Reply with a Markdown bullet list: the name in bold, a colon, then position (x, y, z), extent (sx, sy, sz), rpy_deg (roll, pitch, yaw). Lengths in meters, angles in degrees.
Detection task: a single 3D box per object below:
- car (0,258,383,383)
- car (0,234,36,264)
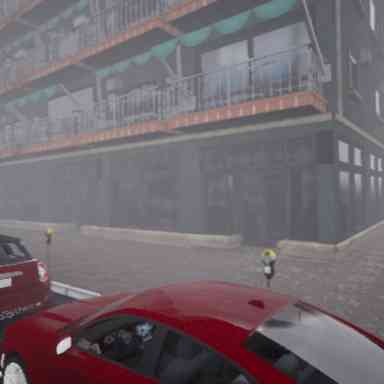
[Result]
- **car**: position (-0.077, 1.541, 3.060), extent (4.507, 1.381, 1.887), rpy_deg (-1, 0, 37)
- **car**: position (-4.564, 1.507, 6.473), extent (4.097, 1.590, 1.967), rpy_deg (-1, 0, 37)
